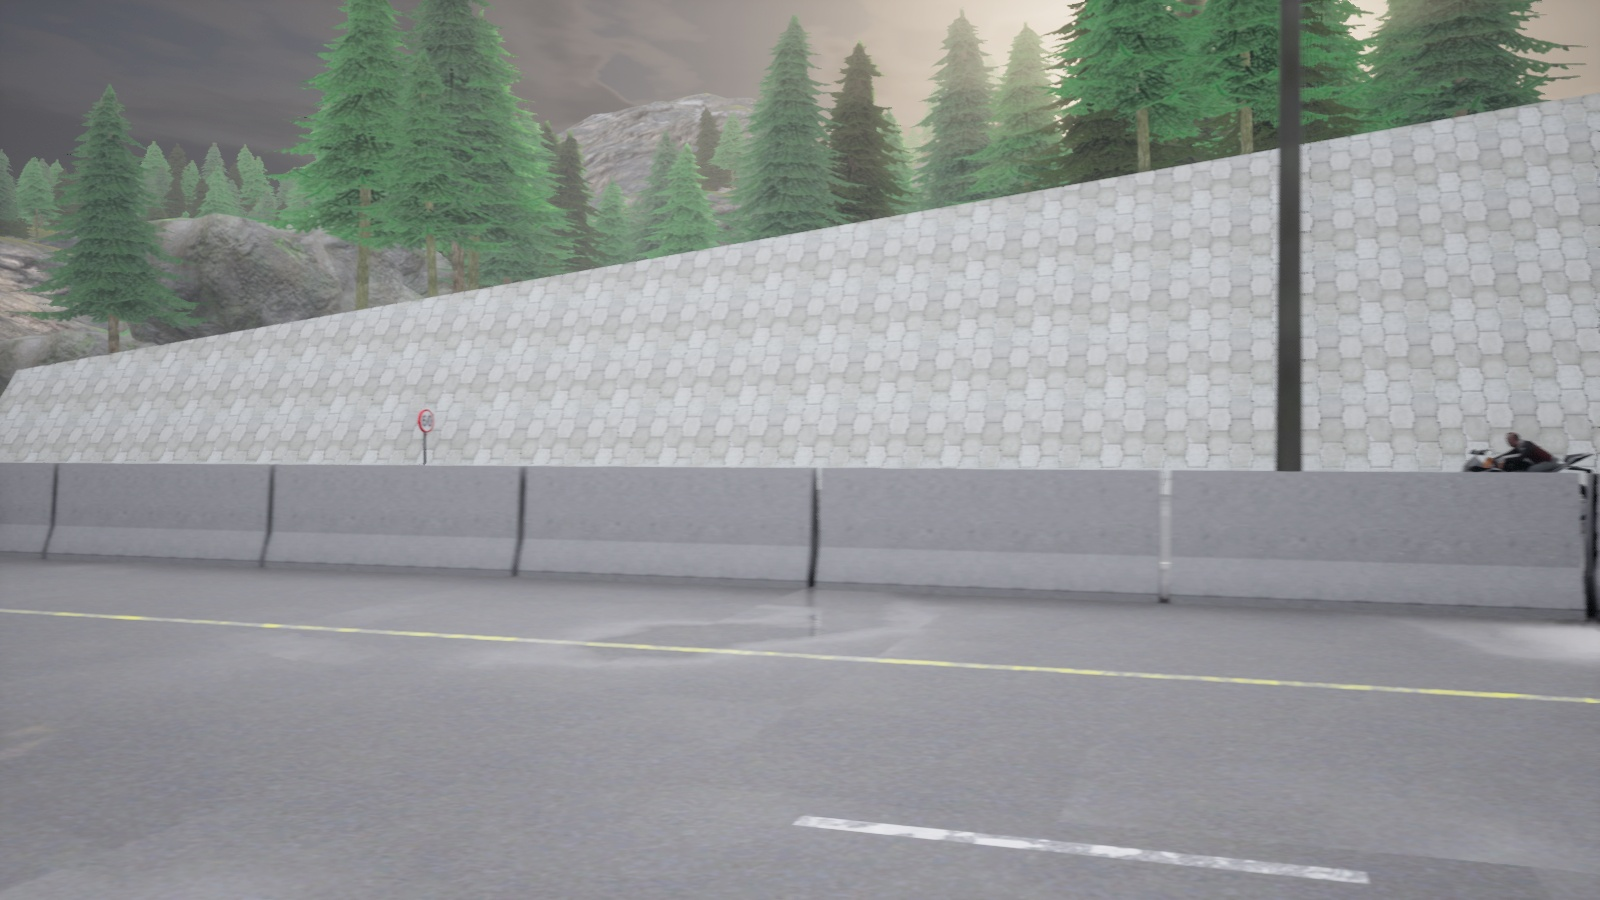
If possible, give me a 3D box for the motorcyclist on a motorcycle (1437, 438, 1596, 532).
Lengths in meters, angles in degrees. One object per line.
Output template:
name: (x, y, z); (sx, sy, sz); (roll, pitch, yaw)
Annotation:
motorcyclist on a motorcycle: (12.092, 0.566, 21.280); (2.191, 1.530, 0.866); (1, 1, 19)
